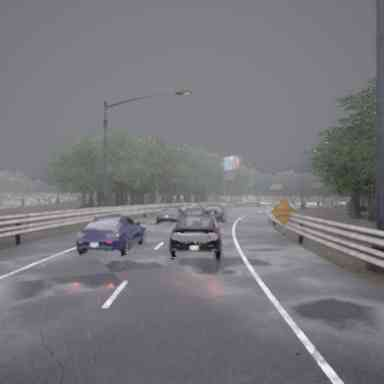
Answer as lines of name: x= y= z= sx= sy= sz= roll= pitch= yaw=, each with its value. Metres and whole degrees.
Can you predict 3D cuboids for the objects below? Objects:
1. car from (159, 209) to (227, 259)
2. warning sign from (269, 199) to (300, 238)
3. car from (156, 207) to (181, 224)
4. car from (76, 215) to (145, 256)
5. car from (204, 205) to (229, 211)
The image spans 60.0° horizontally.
car: x=0.237 y=1.637 z=13.310 sx=2.128 sy=1.511 sz=4.902 roll=0 pitch=-1 yaw=4
warning sign: x=4.612 y=1.298 z=16.751 sx=1.300 sy=1.860 sz=1.060 roll=-1 pitch=-1 yaw=5
car: x=-1.594 y=1.915 z=28.109 sx=1.994 sy=1.385 sz=4.181 roll=0 pitch=-1 yaw=11
car: x=-3.232 y=1.677 z=13.842 sx=1.812 sy=1.442 sz=4.674 roll=0 pitch=0 yaw=4
car: x=1.866 y=1.846 z=27.586 sx=1.837 sy=1.490 sz=4.892 roll=0 pitch=0 yaw=11
